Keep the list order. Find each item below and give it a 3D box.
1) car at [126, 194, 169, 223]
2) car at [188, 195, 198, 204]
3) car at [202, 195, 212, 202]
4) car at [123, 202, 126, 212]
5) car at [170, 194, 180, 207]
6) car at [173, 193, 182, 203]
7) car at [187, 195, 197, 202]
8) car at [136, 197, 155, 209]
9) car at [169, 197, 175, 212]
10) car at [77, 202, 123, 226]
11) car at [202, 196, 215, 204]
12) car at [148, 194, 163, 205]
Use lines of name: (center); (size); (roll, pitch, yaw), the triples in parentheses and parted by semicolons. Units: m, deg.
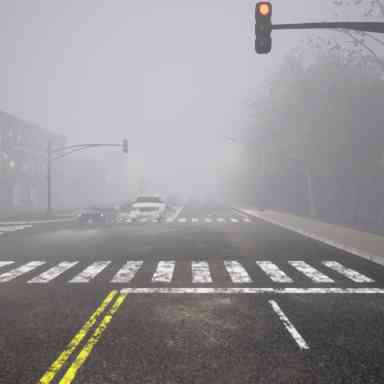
car: (-3.323, 1.216, 25.910); (2.150, 2.045, 5.566); (0, 0, 0)
car: (0.161, 1.578, 61.776); (1.895, 1.301, 4.718); (0, 0, -1)
car: (3.324, 1.509, 74.730); (2.033, 1.411, 5.357); (0, 0, 0)
car: (-6.567, 1.553, 36.251); (1.994, 1.385, 4.181); (0, 0, 0)
car: (-3.289, 1.486, 52.514); (1.837, 1.490, 4.892); (0, 0, 0)
car: (-3.184, 1.180, 68.614); (2.150, 2.045, 5.566); (0, 0, 0)
car: (0.076, 1.494, 74.654); (2.128, 1.511, 4.902); (0, 0, 0)
car: (-6.547, 1.475, 47.315); (2.128, 1.511, 4.902); (0, 0, 0)
car: (-3.310, 1.588, 38.347); (1.895, 1.301, 4.718); (0, 0, 0)
car: (-6.577, 1.595, 23.755); (1.895, 1.301, 4.718); (0, 0, 0)
car: (3.414, 1.576, 64.712); (1.895, 1.301, 4.718); (0, 0, 0)
car: (-6.509, 1.330, 60.036); (2.097, 1.767, 4.553); (0, 0, 0)
